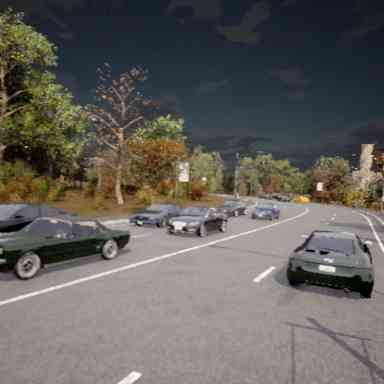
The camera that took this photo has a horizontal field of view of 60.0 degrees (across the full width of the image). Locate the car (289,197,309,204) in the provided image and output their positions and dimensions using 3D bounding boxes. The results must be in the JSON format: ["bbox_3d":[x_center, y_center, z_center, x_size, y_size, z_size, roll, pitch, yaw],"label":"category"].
[{"bbox_3d":[25.339,1.820,77.393,1.882,1.535,5.008,3,1,-11],"label":"car"}]

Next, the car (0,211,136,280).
[{"bbox_3d":[-3.877,1.390,9.486,1.895,1.301,4.718,3,0,26],"label":"car"}]

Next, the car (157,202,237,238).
[{"bbox_3d":[0.449,1.515,18.192,2.128,1.511,4.902,3,0,27],"label":"car"}]

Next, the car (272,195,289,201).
[{"bbox_3d":[23.164,1.474,87.589,1.895,1.301,4.718,3,1,-21],"label":"car"}]

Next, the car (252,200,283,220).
[{"bbox_3d":[7.077,1.812,31.465,1.812,1.442,4.674,3,1,27],"label":"car"}]

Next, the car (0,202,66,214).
[{"bbox_3d":[-6.395,1.129,12.293,1.882,1.535,5.008,3,0,27],"label":"car"}]

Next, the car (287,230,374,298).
[{"bbox_3d":[4.018,1.786,9.460,1.994,1.385,4.181,3,0,27],"label":"car"}]

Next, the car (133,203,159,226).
[{"bbox_3d":[-1.785,1.443,21.549,2.033,1.411,5.357,3,0,27],"label":"car"}]

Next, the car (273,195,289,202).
[{"bbox_3d":[21.617,1.657,78.601,1.994,1.385,4.181,3,1,-11],"label":"car"}]

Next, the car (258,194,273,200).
[{"bbox_3d":[19.296,1.247,88.120,1.994,1.385,4.181,3,1,-21],"label":"car"}]

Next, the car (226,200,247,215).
[{"bbox_3d":[4.095,1.620,33.304,1.837,1.490,4.892,3,2,27],"label":"car"}]
